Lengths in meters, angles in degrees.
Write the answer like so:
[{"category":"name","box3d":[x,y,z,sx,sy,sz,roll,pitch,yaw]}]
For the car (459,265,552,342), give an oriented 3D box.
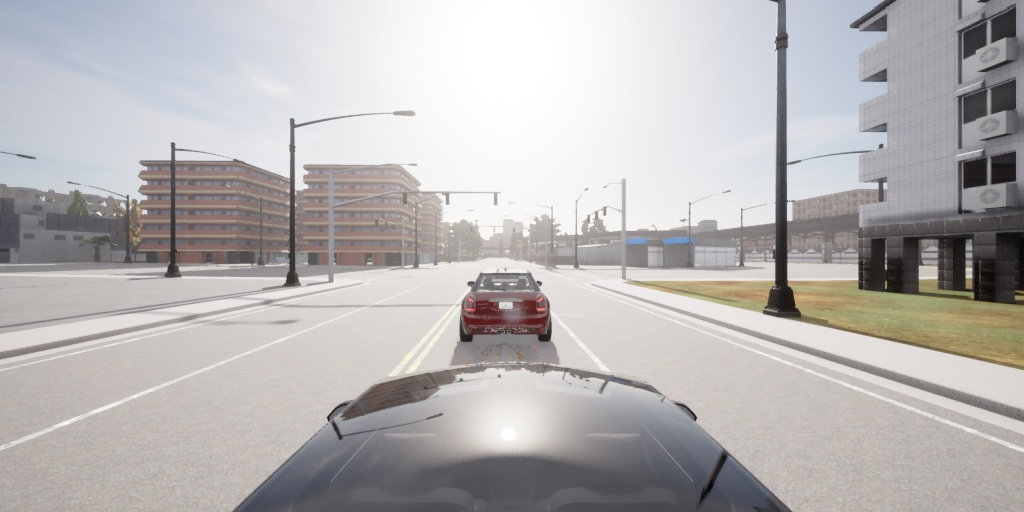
[{"category":"car","box3d":[-0.196,1.102,9.965,2.097,1.767,4.553,0,0,-2]}]
